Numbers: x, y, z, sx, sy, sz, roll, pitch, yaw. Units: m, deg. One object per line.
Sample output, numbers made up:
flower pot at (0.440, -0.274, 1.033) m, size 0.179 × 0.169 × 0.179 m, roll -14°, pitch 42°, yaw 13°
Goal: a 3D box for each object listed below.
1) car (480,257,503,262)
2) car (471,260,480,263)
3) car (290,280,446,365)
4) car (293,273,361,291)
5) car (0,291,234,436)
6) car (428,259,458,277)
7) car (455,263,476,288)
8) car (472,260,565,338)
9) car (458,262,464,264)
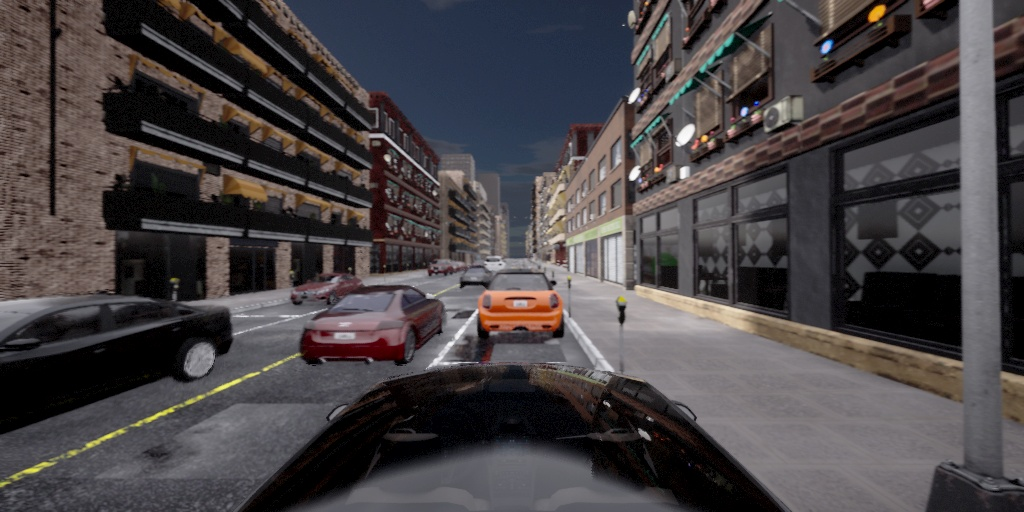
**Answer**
car at (-1.964, 1.102, 41.143) m, size 2.150 × 2.045 × 5.566 m, roll 0°, pitch 0°, yaw 2°
car at (-4.705, 1.287, 50.592) m, size 2.097 × 1.767 × 4.553 m, roll 0°, pitch 0°, yaw 2°
car at (-2.819, 1.355, 8.178) m, size 1.994 × 1.385 × 4.181 m, roll 0°, pitch 0°, yaw 2°
car at (-8.366, 1.441, 16.648) m, size 1.802 × 1.307 × 4.207 m, roll 0°, pitch 0°, yaw 2°
car at (-6.128, 1.283, 4.516) m, size 1.882 × 1.535 × 5.008 m, roll 0°, pitch 0°, yaw 2°
car at (-7.718, 1.234, 39.184) m, size 2.192 × 1.841 × 5.009 m, roll 0°, pitch 0°, yaw 2°
car at (-2.347, 1.400, 24.657) m, size 1.994 × 1.385 × 4.181 m, roll 0°, pitch 0°, yaw 2°
car at (0.256, 1.127, 10.408) m, size 2.097 × 1.767 × 4.553 m, roll 0°, pitch 0°, yaw 2°
car at (-7.557, 1.373, 44.817) m, size 1.967 × 1.591 × 4.097 m, roll 0°, pitch 0°, yaw 2°
